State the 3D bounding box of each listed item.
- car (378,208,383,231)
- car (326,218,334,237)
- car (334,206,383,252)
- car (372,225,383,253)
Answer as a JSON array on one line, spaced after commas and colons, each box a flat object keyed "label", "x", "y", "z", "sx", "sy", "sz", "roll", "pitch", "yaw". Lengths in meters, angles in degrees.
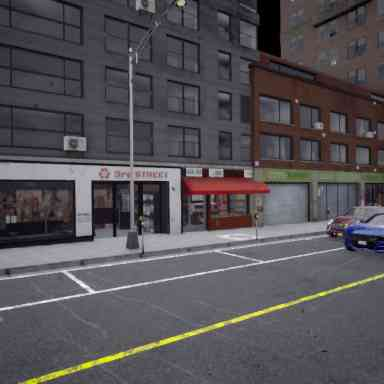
[{"label": "car", "x": 13.005, "y": 1.575, "z": 19.682, "sx": 4.206, "sy": 1.307, "sz": 1.802, "roll": 0, "pitch": -1, "yaw": -35}, {"label": "car", "x": 8.456, "y": 1.435, "z": 16.440, "sx": 4.097, "sy": 1.590, "sz": 1.967, "roll": 0, "pitch": -1, "yaw": -35}, {"label": "car", "x": 7.866, "y": 1.474, "z": 12.854, "sx": 5.008, "sy": 1.535, "sz": 1.882, "roll": 0, "pitch": 0, "yaw": -36}, {"label": "car", "x": 6.901, "y": 1.544, "z": 8.233, "sx": 5.357, "sy": 1.411, "sz": 2.033, "roll": 0, "pitch": 0, "yaw": -35}]
